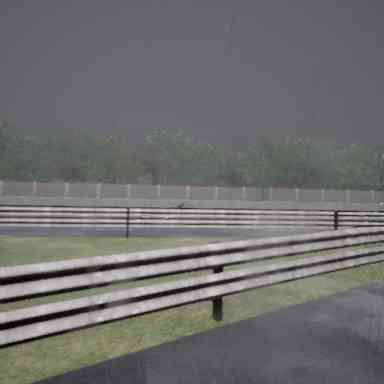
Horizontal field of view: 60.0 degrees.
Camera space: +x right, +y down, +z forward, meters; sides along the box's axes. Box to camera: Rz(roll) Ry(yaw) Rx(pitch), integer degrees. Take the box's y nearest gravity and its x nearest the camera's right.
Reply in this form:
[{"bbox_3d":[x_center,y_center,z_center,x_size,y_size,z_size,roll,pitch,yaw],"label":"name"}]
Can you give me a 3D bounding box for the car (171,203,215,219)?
[{"bbox_3d":[-0.021,1.611,28.113,4.718,1.301,1.895,1,-1,-8],"label":"car"}]
